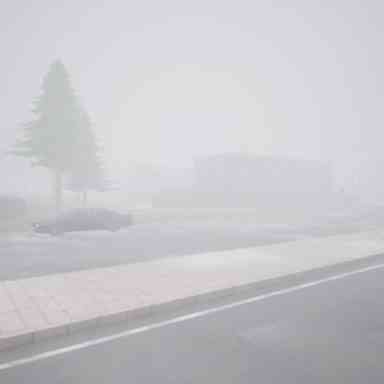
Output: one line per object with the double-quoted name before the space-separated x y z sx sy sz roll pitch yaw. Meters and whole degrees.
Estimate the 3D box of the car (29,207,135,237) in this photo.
"car" -5.845 1.536 18.187 5.357 1.411 2.033 0 0 -35
